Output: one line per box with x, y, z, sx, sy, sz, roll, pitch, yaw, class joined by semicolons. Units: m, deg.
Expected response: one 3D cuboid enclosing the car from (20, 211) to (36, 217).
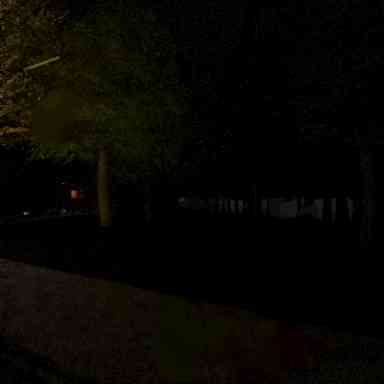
-33.087;4.414;67.326;1.895;1.301;4.718;-1;-3;-10;car

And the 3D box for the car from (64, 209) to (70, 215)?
-32.886;5.100;85.790;2.128;1.511;4.902;-1;-3;-10;car

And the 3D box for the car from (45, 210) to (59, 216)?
-36.232;5.324;86.107;2.033;1.411;5.357;-1;-3;-10;car

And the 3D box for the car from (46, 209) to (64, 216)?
-31.164;4.665;75.512;1.837;1.490;4.892;-1;-3;-10;car
